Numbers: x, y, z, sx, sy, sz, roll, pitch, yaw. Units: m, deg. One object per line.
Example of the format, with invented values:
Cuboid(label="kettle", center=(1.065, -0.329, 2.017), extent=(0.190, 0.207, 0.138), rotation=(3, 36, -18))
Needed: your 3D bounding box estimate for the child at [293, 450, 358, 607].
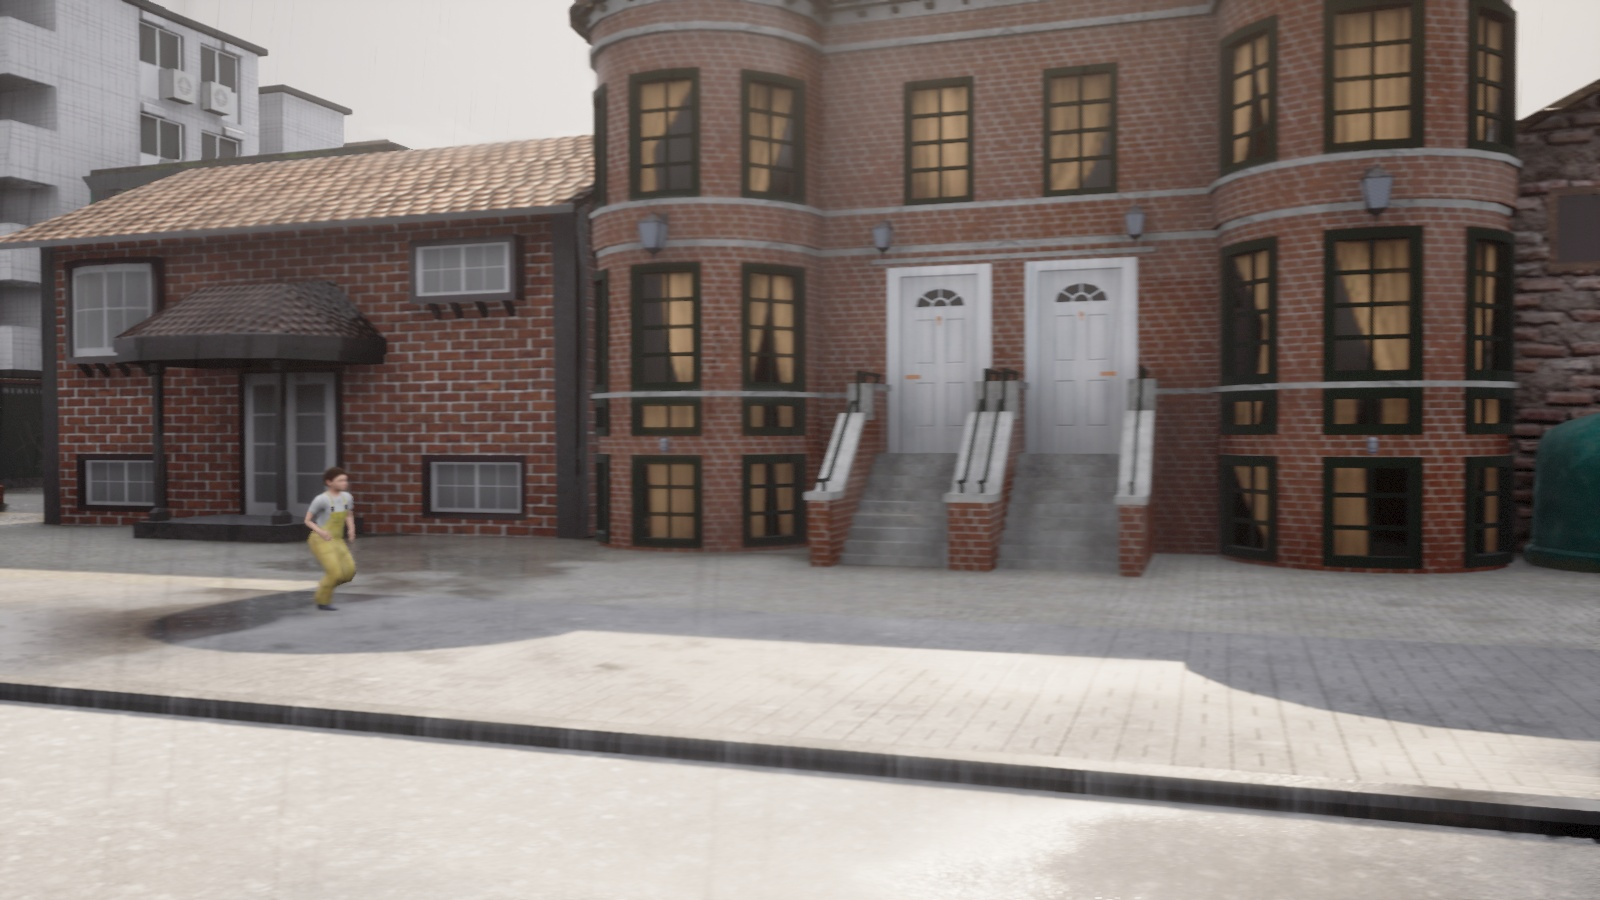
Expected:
Cuboid(label="child", center=(-3.905, 0.632, 10.339), extent=(0.437, 1.263, 0.270), rotation=(1, 1, 24))
